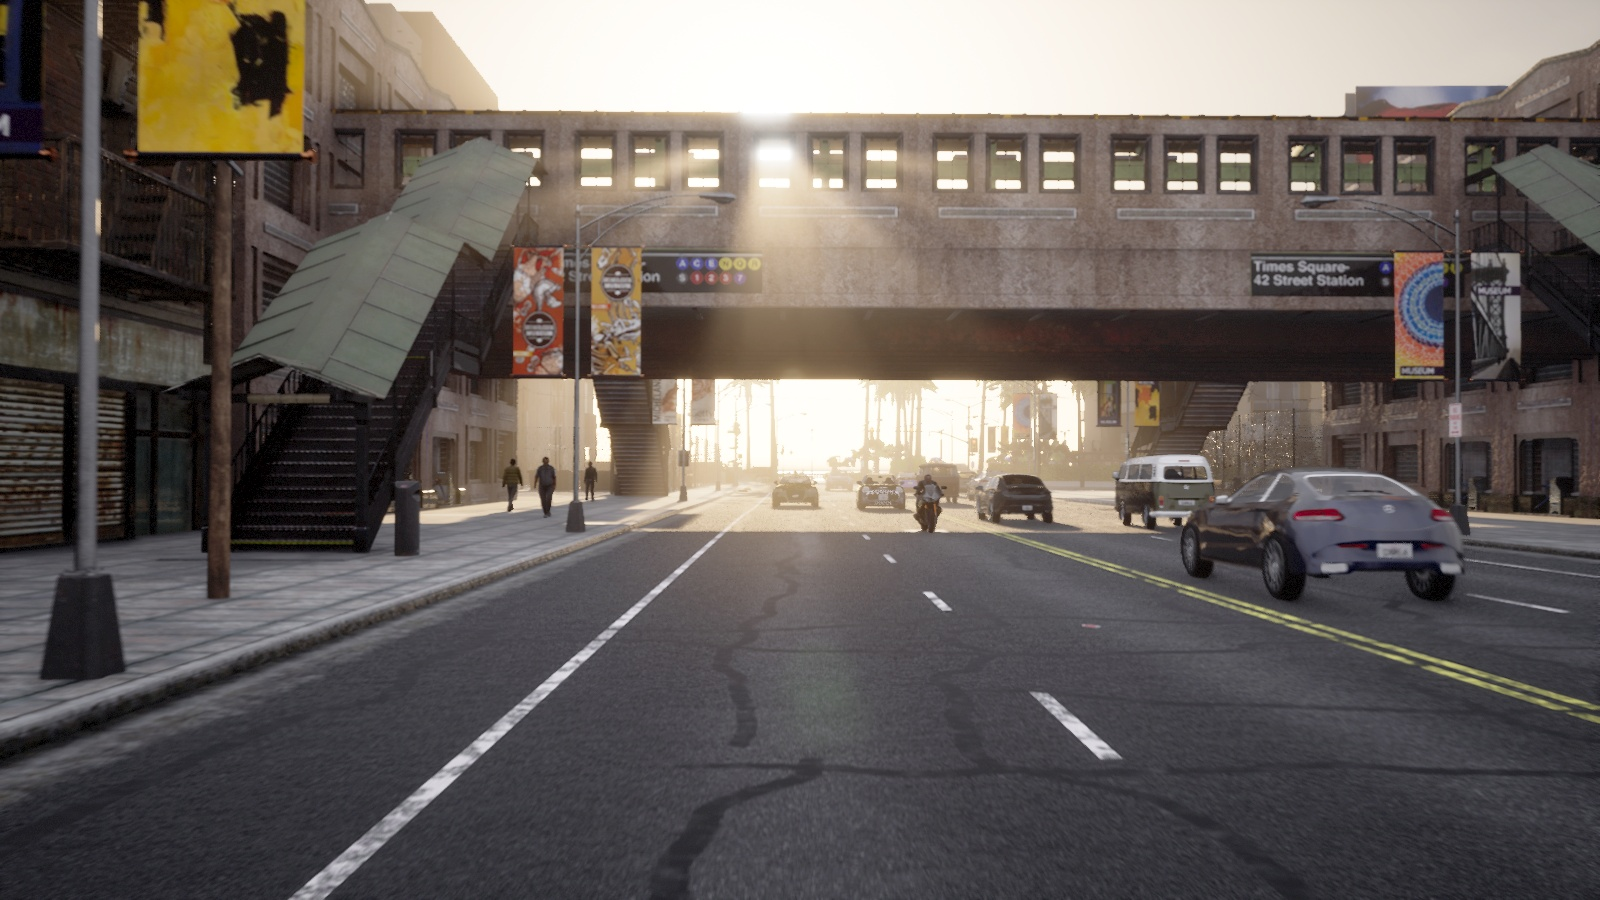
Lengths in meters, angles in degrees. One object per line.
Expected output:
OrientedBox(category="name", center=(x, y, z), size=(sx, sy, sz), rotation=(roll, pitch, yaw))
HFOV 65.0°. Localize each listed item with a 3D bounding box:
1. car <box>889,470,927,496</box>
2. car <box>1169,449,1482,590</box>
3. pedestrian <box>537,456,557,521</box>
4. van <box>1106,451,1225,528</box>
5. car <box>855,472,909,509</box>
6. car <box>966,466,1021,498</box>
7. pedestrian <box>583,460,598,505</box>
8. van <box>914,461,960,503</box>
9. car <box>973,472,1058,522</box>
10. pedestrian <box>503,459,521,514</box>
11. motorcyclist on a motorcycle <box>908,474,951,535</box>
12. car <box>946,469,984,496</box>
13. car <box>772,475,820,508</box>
OrientedBox(category="car", center=(6.713, 2.042, 78.229), size=(2.007, 1.525, 4.514), rotation=(0, -1, 0))
OrientedBox(category="car", center=(6.901, 0.854, 17.244), size=(2.152, 1.651, 5.027), rotation=(0, -1, 0))
OrientedBox(category="pedestrian", center=(-7.309, 1.107, 36.329), size=(0.540, 1.848, 0.694), rotation=(0, -1, -9))
OrientedBox(category="van", center=(10.307, 1.095, 35.778), size=(2.069, 2.038, 4.480), rotation=(0, -1, 0))
OrientedBox(category="car", center=(3.329, 1.633, 51.824), size=(1.970, 1.475, 3.806), rotation=(0, -1, 0))
OrientedBox(category="car", center=(10.287, 1.675, 67.180), size=(2.152, 1.651, 5.027), rotation=(0, -1, 0))
OrientedBox(category="pedestrian", center=(-9.188, 1.429, 55.119), size=(0.423, 1.949, 0.788), rotation=(0, -1, 9))
OrientedBox(category="van", center=(6.809, 1.587, 62.613), size=(1.775, 1.987, 4.442), rotation=(0, -1, 0))
OrientedBox(category="car", center=(6.789, 1.462, 40.065), size=(1.837, 1.490, 4.892), rotation=(0, -1, 0))
OrientedBox(category="pedestrian", center=(-9.600, 1.210, 41.928), size=(0.431, 1.840, 0.709), rotation=(0, -1, 1))
OrientedBox(category="motorcyclist on a motorcycle", center=(3.324, 1.379, 32.485), size=(0.866, 1.530, 2.191), rotation=(0, -1, 0))
OrientedBox(category="car", center=(10.166, 1.968, 77.483), size=(1.851, 1.617, 3.988), rotation=(0, -1, 1))
OrientedBox(category="car", center=(-0.164, 1.799, 55.029), size=(1.994, 1.385, 4.181), rotation=(0, -1, 0))
